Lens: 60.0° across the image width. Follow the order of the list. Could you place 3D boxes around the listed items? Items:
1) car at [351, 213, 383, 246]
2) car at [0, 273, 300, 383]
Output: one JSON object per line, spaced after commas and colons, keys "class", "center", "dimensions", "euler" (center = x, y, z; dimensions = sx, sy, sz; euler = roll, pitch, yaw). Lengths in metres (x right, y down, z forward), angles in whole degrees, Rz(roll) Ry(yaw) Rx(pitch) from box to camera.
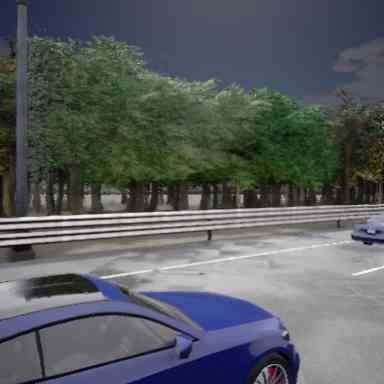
{"class": "car", "center": [8.963, 1.555, 14.087], "dimensions": [5.357, 1.411, 2.033], "euler": [0, 0, -33]}
{"class": "car", "center": [-1.038, 1.519, 2.991], "dimensions": [4.674, 1.442, 1.812], "euler": [0, 0, -35]}
